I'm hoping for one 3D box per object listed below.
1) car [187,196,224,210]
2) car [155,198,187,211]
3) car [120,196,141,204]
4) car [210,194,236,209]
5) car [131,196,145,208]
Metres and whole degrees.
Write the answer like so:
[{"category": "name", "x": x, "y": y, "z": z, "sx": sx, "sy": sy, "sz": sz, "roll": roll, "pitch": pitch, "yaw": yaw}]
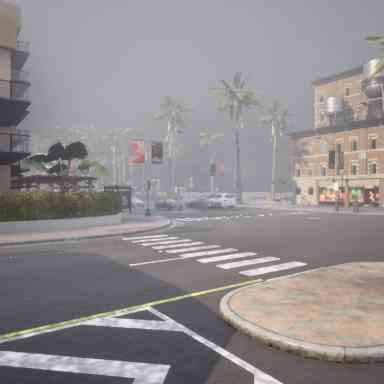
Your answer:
[{"category": "car", "x": 1.191, "y": 1.547, "z": 41.989, "sx": 2.033, "sy": 1.411, "sz": 5.357, "roll": 0, "pitch": 0, "yaw": -35}, {"category": "car", "x": -3.007, "y": 1.526, "z": 41.544, "sx": 1.812, "sy": 1.442, "sz": 4.674, "roll": 0, "pitch": 0, "yaw": -35}, {"category": "car", "x": -12.363, "y": 1.491, "z": 67.068, "sx": 2.128, "sy": 1.511, "sz": 4.902, "roll": 0, "pitch": 0, "yaw": -38}, {"category": "car", "x": 3.479, "y": 1.221, "z": 44.823, "sx": 2.150, "sy": 2.045, "sz": 5.566, "roll": 0, "pitch": 0, "yaw": -35}, {"category": "car", "x": -8.815, "y": 1.526, "z": 49.846, "sx": 1.812, "sy": 1.442, "sz": 4.674, "roll": 0, "pitch": 0, "yaw": -35}]
